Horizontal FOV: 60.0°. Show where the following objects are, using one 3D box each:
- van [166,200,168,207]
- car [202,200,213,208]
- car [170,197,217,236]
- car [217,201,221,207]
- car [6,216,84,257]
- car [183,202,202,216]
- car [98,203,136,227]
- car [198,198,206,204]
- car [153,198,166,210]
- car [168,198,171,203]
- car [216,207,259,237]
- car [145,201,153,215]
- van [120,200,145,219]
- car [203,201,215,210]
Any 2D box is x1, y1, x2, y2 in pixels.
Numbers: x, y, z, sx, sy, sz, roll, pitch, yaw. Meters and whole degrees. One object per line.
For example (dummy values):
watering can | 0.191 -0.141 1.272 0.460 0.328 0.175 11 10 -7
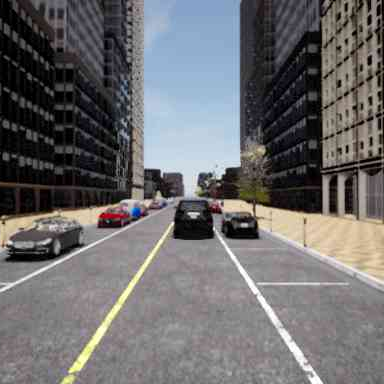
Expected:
van | -5.722 1.915 58.963 1.690 1.788 3.998 0 -1 0
car | 2.657 2.100 59.121 1.752 1.417 4.829 0 -1 0
car | 0.088 1.421 19.923 2.150 2.045 5.566 0 -1 0
car | 2.669 1.852 41.876 1.967 1.590 4.097 0 -1 0
car | -5.695 1.686 13.425 2.008 1.369 4.403 0 -1 0
car | 0.076 1.928 38.560 2.033 1.411 5.357 0 -1 0
car | -5.702 1.792 24.809 1.887 1.381 4.507 0 -1 0
car | 2.640 2.278 87.410 1.967 1.590 4.097 0 -1 0
car | -5.719 1.960 53.269 1.967 1.590 4.097 0 -1 0
car | -5.727 2.193 64.653 1.947 1.339 4.313 0 -1 0
car | 2.682 1.757 19.109 1.947 1.339 4.313 0 -1 0
car | -5.709 1.940 36.193 1.802 1.307 4.206 0 -1 0
van | -5.705 1.644 30.503 1.690 1.788 3.998 0 -1 0
car | 2.661 2.101 53.259 1.802 1.307 4.206 0 -1 0
